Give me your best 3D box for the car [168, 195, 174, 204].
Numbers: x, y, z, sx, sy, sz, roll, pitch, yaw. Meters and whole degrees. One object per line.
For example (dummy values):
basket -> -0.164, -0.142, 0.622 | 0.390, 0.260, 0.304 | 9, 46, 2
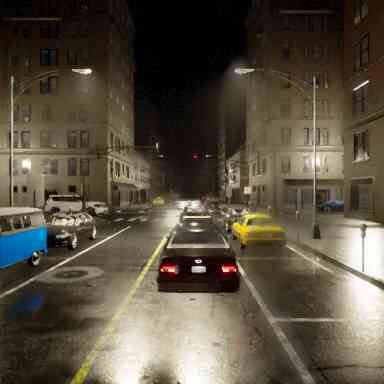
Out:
car -> -5.118, 1.561, 63.470 | 1.947, 1.339, 4.313 | 0, 0, 0

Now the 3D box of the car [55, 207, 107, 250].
car -> -5.332, 1.550, 14.145 | 2.008, 1.369, 4.403 | 0, 0, 0

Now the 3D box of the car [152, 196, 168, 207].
car -> -5.168, 1.523, 51.938 | 1.752, 1.417, 4.829 | 0, 0, 0

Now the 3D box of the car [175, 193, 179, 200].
car -> -5.021, 1.428, 86.194 | 1.967, 1.590, 4.097 | 0, 0, 0

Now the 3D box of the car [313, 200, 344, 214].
car -> 14.660, 1.473, 34.106 | 4.181, 1.385, 1.994 | 0, 0, 0

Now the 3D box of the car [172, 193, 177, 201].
car -> -5.069, 1.542, 74.832 | 2.008, 1.369, 4.403 | 0, 0, 0

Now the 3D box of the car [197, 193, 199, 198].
car -> 2.980, 1.305, 80.483 | 2.192, 1.841, 5.009 | 0, 0, 0

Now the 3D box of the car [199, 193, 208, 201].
car -> 2.931, 1.434, 69.120 | 1.967, 1.590, 4.097 | 0, 0, 0

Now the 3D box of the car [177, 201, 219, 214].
car -> 0.192, 1.491, 19.416 | 2.128, 1.511, 4.902 | 0, 0, -2

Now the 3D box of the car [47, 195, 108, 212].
car -> -10.658, 1.271, 30.822 | 5.566, 2.045, 2.150 | 0, 0, 6

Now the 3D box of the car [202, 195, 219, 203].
car -> 2.834, 1.549, 46.393 | 2.008, 1.369, 4.403 | 0, 0, 0

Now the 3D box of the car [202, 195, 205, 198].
car -> 2.858, 1.579, 52.074 | 1.802, 1.307, 4.206 | 0, 0, 0

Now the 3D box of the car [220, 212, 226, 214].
car -> 2.720, 1.550, 19.517 | 2.008, 1.369, 4.403 | 0, 0, 0

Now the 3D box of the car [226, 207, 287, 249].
car -> 2.703, 1.525, 14.281 | 1.752, 1.417, 4.829 | 0, 0, 0

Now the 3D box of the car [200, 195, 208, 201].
car -> 3.004, 1.554, 86.165 | 1.947, 1.339, 4.313 | 0, 0, 0

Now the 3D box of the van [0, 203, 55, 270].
van -> -5.357, 1.341, 8.738 | 1.690, 1.788, 3.998 | 0, 0, 0

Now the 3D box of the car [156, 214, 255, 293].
car -> 0.136, 1.547, 8.970 | 2.033, 1.411, 5.357 | 0, 0, 0
